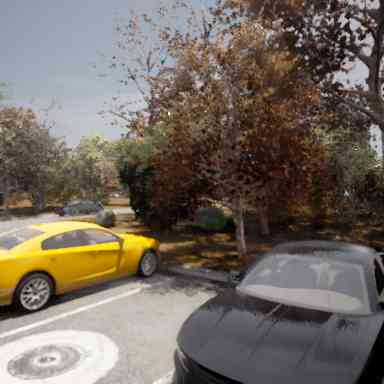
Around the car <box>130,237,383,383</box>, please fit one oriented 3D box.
[{"bbox_3d":[1.748,1.471,4.574,2.097,1.535,5.008,0,0,35],"label":"car"}]

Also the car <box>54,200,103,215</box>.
[{"bbox_3d":[-9.988,1.380,29.550,1.994,1.385,4.181,-3,-1,34],"label":"car"}]

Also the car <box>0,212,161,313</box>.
[{"bbox_3d":[-2.793,1.441,7.796,2.097,1.535,5.008,0,0,35],"label":"car"}]
